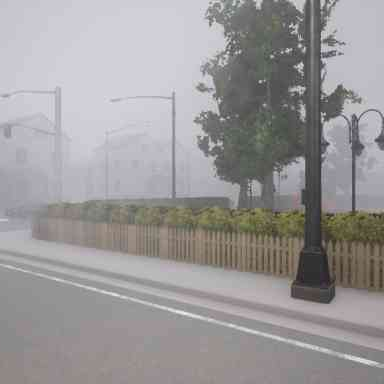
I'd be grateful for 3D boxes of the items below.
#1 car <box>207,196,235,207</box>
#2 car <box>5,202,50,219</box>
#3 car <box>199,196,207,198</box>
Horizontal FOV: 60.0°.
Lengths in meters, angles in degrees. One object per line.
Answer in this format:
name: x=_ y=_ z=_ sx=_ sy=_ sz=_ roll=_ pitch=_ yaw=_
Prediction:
car: x=4.683 y=1.491 z=49.618 sx=2.128 sy=1.511 sz=4.902 roll=0 pitch=0 yaw=35
car: x=-14.017 y=1.564 z=29.258 sx=1.994 sy=1.385 sz=4.181 roll=0 pitch=0 yaw=35
car: x=1.890 y=1.352 z=52.023 sx=2.097 sy=1.767 sz=4.553 roll=0 pitch=0 yaw=35
